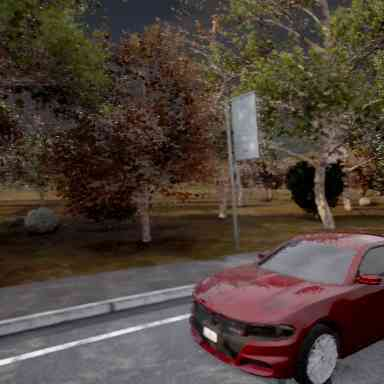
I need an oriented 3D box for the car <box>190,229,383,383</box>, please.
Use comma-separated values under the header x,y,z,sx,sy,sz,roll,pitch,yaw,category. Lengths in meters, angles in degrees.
x,y,z,sx,sy,sz,roll,pitch,yaw,category
2.299,1.427,5.378,5.008,1.535,1.882,0,1,-34,car
